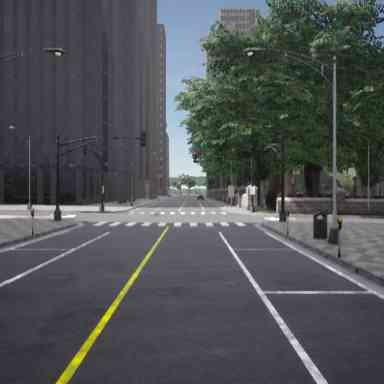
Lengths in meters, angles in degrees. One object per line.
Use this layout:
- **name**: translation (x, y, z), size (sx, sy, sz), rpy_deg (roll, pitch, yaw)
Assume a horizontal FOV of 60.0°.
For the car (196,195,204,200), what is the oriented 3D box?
- **car**: translation (2.355, 1.556, 93.128), size (1.837, 1.490, 4.892), rpy_deg (0, 0, 0)
